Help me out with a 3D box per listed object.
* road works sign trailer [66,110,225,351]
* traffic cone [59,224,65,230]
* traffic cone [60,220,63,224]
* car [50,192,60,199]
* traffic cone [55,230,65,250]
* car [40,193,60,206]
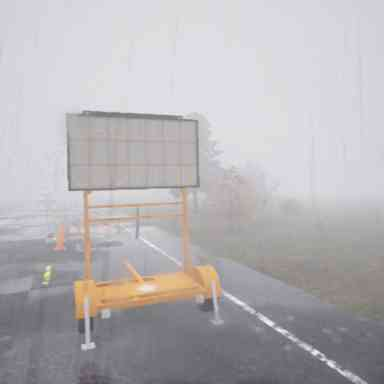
[{"bbox_3d":[-1.048,0.350,6.254,2.380,3.560,2.880,-2,1,-21],"label":"road works sign trailer"},{"bbox_3d":[-5.603,1.797,14.166,0.340,0.580,0.340,-2,1,-21],"label":"traffic cone"},{"bbox_3d":[-6.315,1.778,16.035,0.340,0.580,0.340,-2,1,-21],"label":"traffic cone"},{"bbox_3d":[-32.555,0.821,79.212,1.994,1.385,4.181,-2,1,-21],"label":"car"},{"bbox_3d":[-4.891,1.817,12.297,0.340,0.580,0.340,-2,1,-21],"label":"traffic cone"},{"bbox_3d":[-20.378,0.918,47.244,2.097,1.767,4.553,-2,1,-21],"label":"car"}]
